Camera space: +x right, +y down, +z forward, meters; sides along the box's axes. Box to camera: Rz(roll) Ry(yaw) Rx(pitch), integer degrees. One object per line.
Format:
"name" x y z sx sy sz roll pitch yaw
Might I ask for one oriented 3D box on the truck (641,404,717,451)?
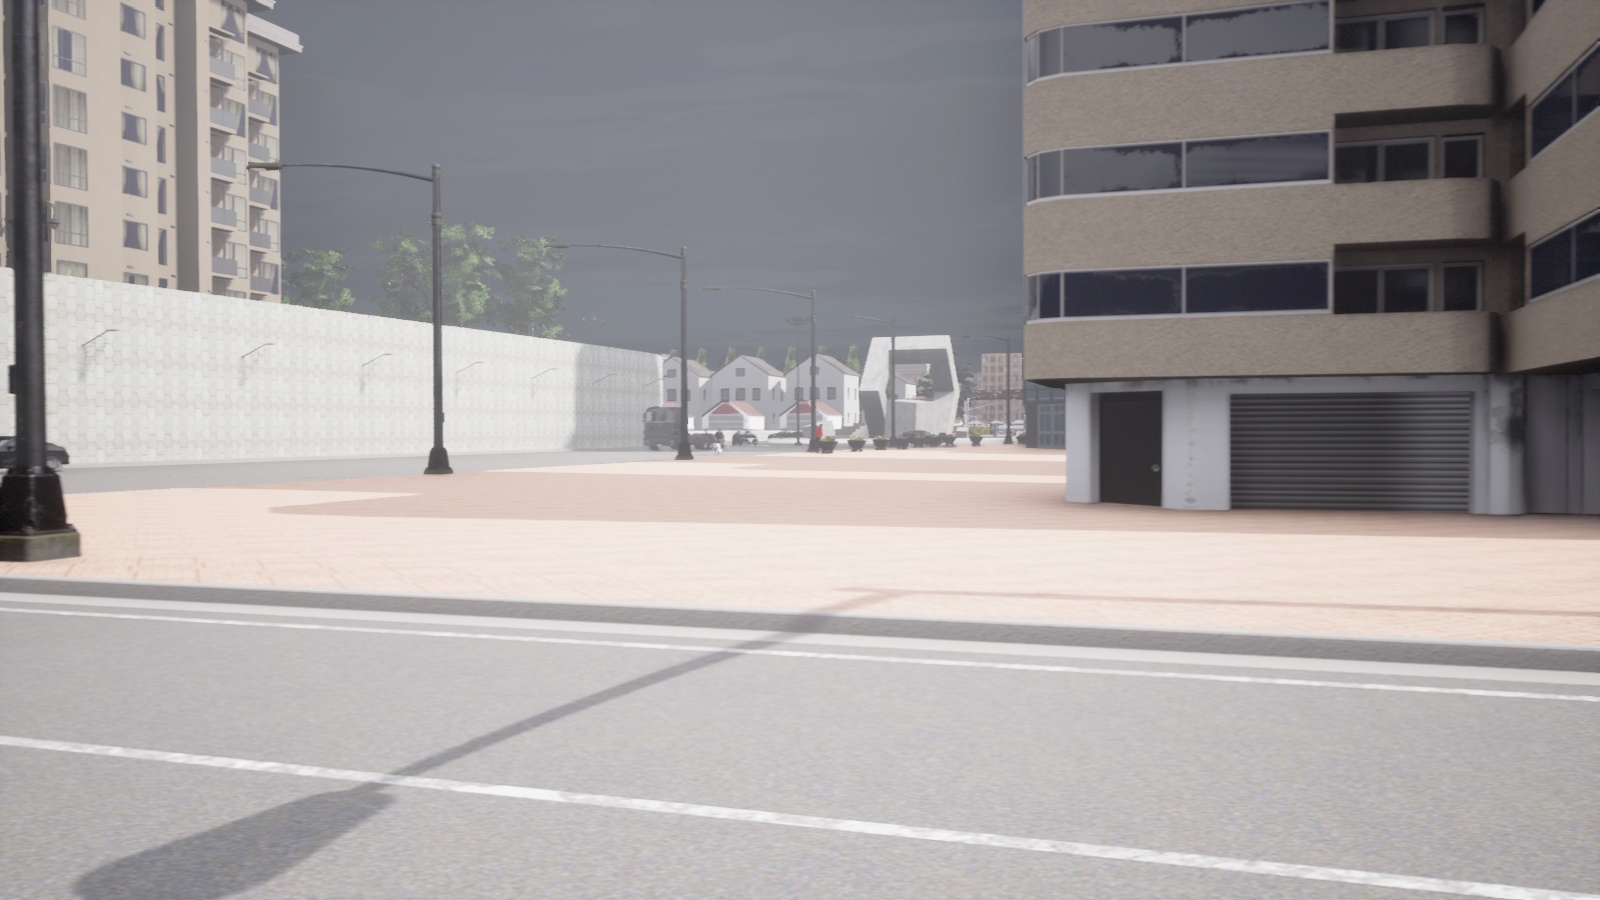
"truck" -9.359 -1.759 97.944 2.891 3.462 7.936 1 1 19

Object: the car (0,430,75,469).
"car" -30.211 -0.026 47.620 1.812 1.442 4.674 1 1 19
